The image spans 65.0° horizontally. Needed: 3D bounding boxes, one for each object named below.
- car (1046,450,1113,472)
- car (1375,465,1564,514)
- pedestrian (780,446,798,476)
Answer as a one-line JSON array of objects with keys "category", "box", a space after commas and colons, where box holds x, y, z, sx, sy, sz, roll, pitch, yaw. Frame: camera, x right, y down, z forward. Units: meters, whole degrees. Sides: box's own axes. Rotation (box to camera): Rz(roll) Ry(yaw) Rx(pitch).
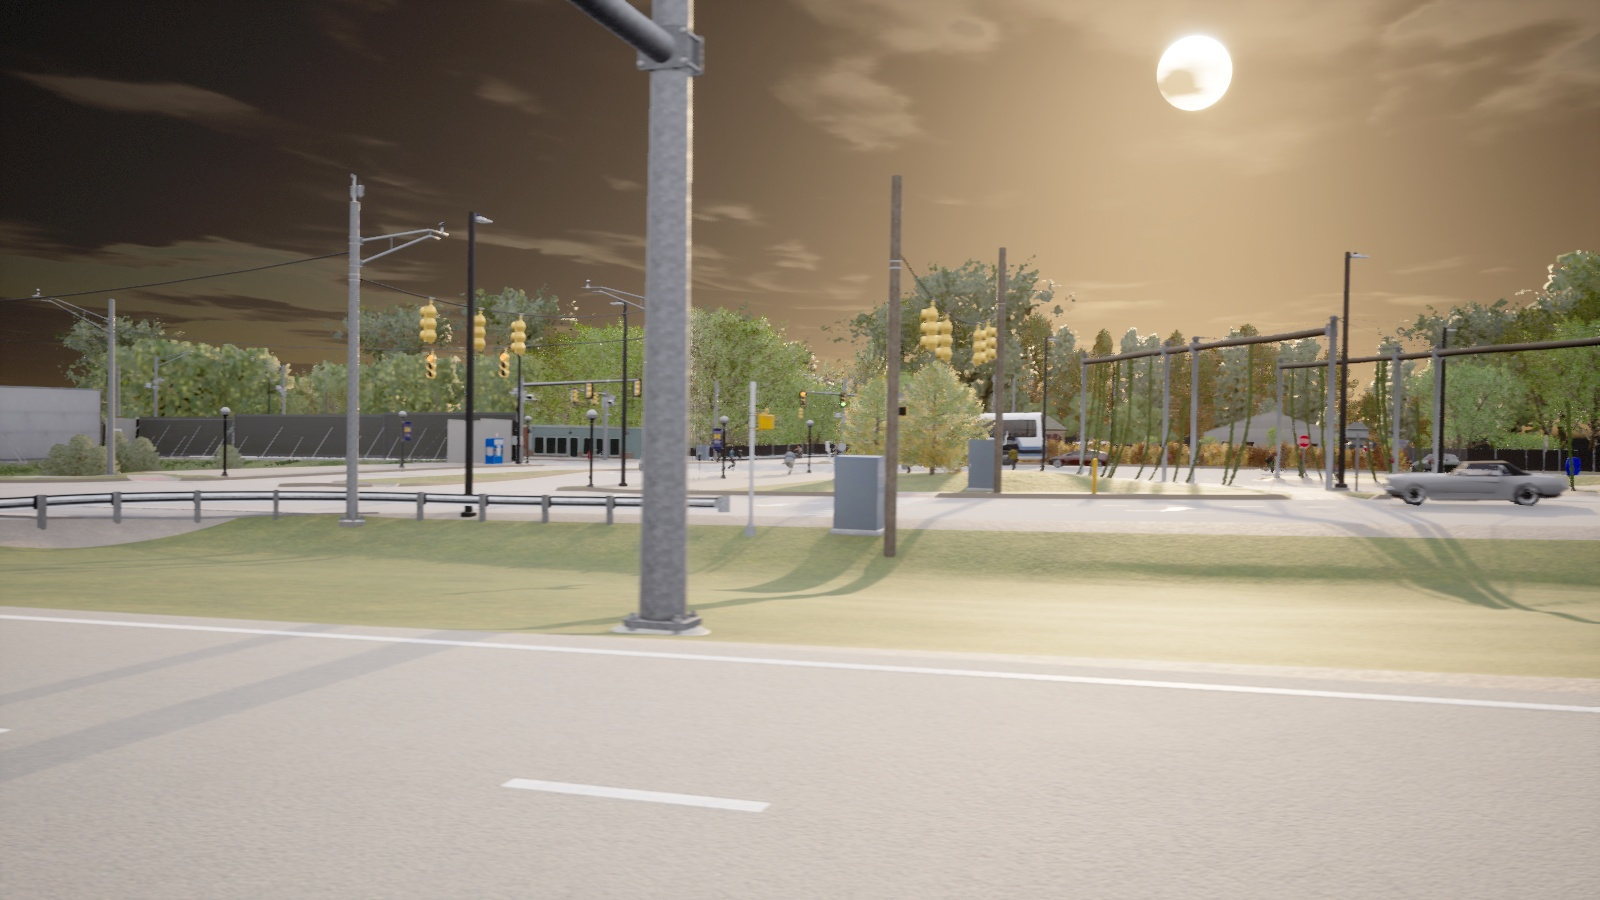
[{"category": "car", "box": [21.497, 0.823, 96.566, 4.792, 1.488, 2.163, 2, 2, 18]}, {"category": "car", "box": [19.656, 1.126, 37.107, 4.718, 1.301, 1.895, 0, 1, 21]}, {"category": "pedestrian", "box": [-0.706, 0.716, 80.470, 0.874, 1.855, 0.900, 2, 1, 18]}]
